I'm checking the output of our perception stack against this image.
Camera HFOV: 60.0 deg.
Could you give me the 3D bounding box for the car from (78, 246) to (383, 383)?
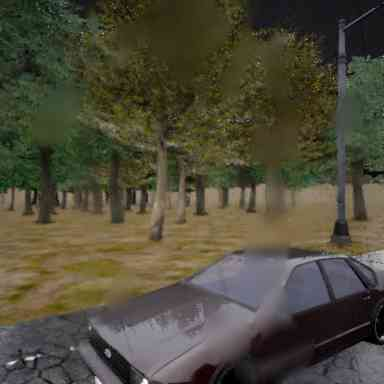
[{"bbox_3d":[1.251,1.567,4.881,5.357,1.411,2.033,0,0,-36],"label":"car"}]
